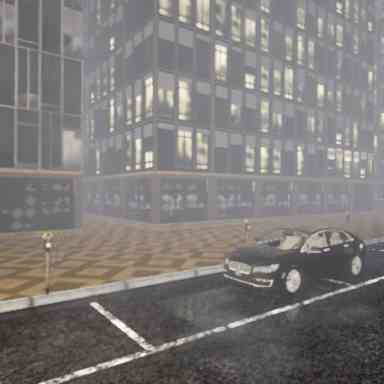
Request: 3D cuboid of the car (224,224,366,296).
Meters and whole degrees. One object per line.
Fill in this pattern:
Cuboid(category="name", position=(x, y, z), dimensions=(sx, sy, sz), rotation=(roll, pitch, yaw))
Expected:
Cuboid(category="car", position=(2.789, 1.546, 8.570), dimensions=(4.403, 1.369, 2.008), rotation=(0, 0, -36))
